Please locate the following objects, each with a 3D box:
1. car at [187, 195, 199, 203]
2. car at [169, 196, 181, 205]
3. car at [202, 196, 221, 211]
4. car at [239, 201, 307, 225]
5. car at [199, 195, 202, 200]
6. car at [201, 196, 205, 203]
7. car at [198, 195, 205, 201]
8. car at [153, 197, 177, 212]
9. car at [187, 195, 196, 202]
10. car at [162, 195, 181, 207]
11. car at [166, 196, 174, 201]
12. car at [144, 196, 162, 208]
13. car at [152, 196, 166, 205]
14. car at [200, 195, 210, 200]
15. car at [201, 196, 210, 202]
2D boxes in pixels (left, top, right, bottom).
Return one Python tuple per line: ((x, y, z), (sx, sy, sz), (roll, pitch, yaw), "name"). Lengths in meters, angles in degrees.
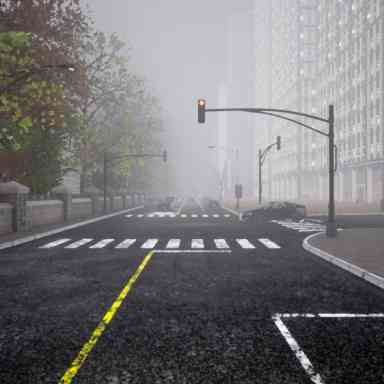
((-0.059, 1.578, 69.263), (1.812, 1.442, 4.674), (0, 0, 0), "car")
((-3.115, 1.567, 61.227), (1.812, 1.442, 4.674), (0, 0, 1), "car")
((2.656, 1.587, 41.563), (1.947, 1.339, 4.313), (0, 0, 0), "car")
((5.820, 1.434, 23.915), (4.902, 1.511, 2.128), (-2, 0, -11), "car")
((3.055, 1.406, 69.845), (2.097, 1.767, 4.553), (0, 0, 0), "car")
((2.652, 1.592, 47.195), (1.947, 1.339, 4.313), (0, 0, 0), "car")
((2.614, 1.642, 92.254), (2.008, 1.369, 4.403), (0, 0, 0), "car")
((-3.131, 1.583, 39.228), (1.994, 1.385, 4.181), (0, 0, 0), "car")
((-0.066, 1.482, 78.847), (2.033, 1.411, 5.357), (0, 0, 0), "car")
((-3.135, 1.379, 48.781), (2.097, 1.767, 4.553), (0, 0, 0), "car")
((-5.762, 1.626, 86.615), (1.887, 1.381, 4.507), (0, 0, 0), "car")
((-5.729, 1.608, 47.188), (1.802, 1.307, 4.206), (0, 0, 0), "car")
((-5.737, 1.478, 58.454), (1.967, 1.590, 4.097), (0, 0, 0), "car")
((2.647, 1.597, 52.828), (1.947, 1.339, 4.313), (0, 0, 0), "car")
((3.085, 1.590, 76.875), (1.812, 1.442, 4.674), (0, 0, 0), "car")
